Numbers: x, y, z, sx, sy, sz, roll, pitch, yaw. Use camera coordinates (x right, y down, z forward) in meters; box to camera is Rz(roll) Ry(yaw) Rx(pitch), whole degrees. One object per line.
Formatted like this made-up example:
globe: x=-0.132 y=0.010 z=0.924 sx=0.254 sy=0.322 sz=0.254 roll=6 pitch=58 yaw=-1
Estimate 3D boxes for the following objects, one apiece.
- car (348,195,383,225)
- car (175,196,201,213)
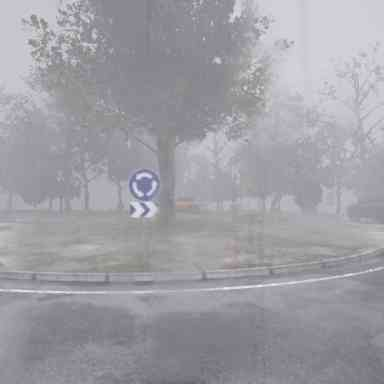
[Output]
car: x=13.632 y=1.217 z=23.941 sx=2.150 sy=2.045 sz=5.566 roll=0 pitch=0 yaw=-7
car: x=-1.356 y=1.345 z=36.933 sx=4.553 sy=1.767 sz=2.097 roll=0 pitch=0 yaw=6
